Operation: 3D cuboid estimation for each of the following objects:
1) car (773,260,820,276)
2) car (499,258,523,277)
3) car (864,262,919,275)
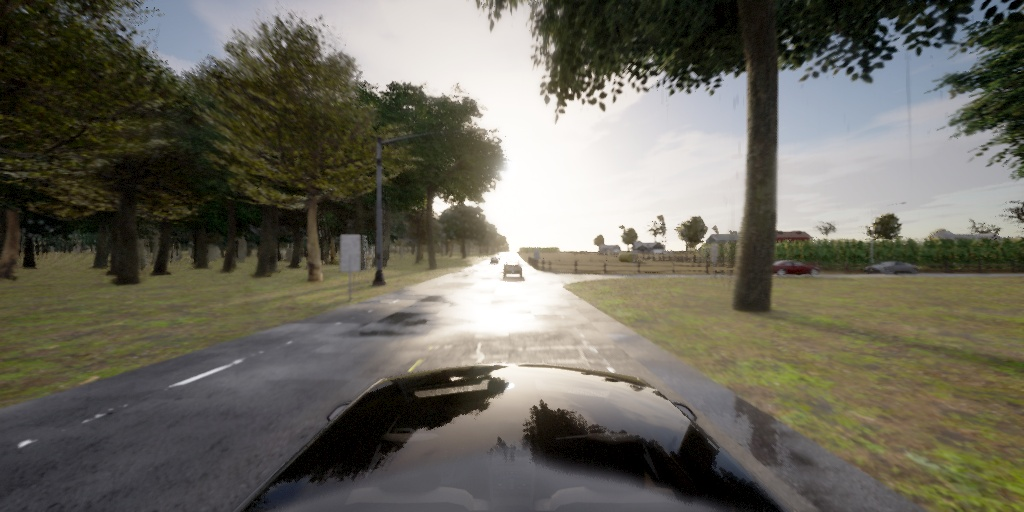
[{"bbox_3d":[26.606,1.157,34.361,5.008,1.535,1.882,0,-1,0],"label":"car"},{"bbox_3d":[0.074,1.223,35.264,2.128,1.511,4.902,0,0,0],"label":"car"},{"bbox_3d":[39.466,1.268,37.355,4.181,1.385,1.994,0,-1,0],"label":"car"}]
